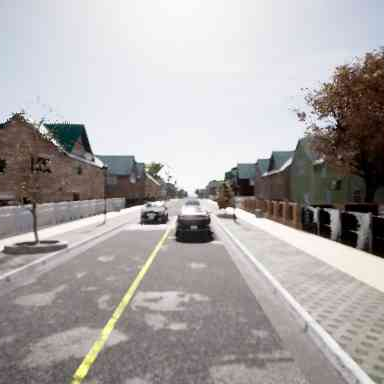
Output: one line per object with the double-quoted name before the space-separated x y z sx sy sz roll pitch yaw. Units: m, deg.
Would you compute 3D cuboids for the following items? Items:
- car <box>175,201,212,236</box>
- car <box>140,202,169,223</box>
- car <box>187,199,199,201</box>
"car" 0.089 1.510 18.612 2.128 1.511 4.902 0 0 0
"car" -2.829 1.526 25.722 2.128 1.511 4.902 0 0 0
"car" 0.077 1.557 41.617 1.882 1.535 5.008 0 0 0
